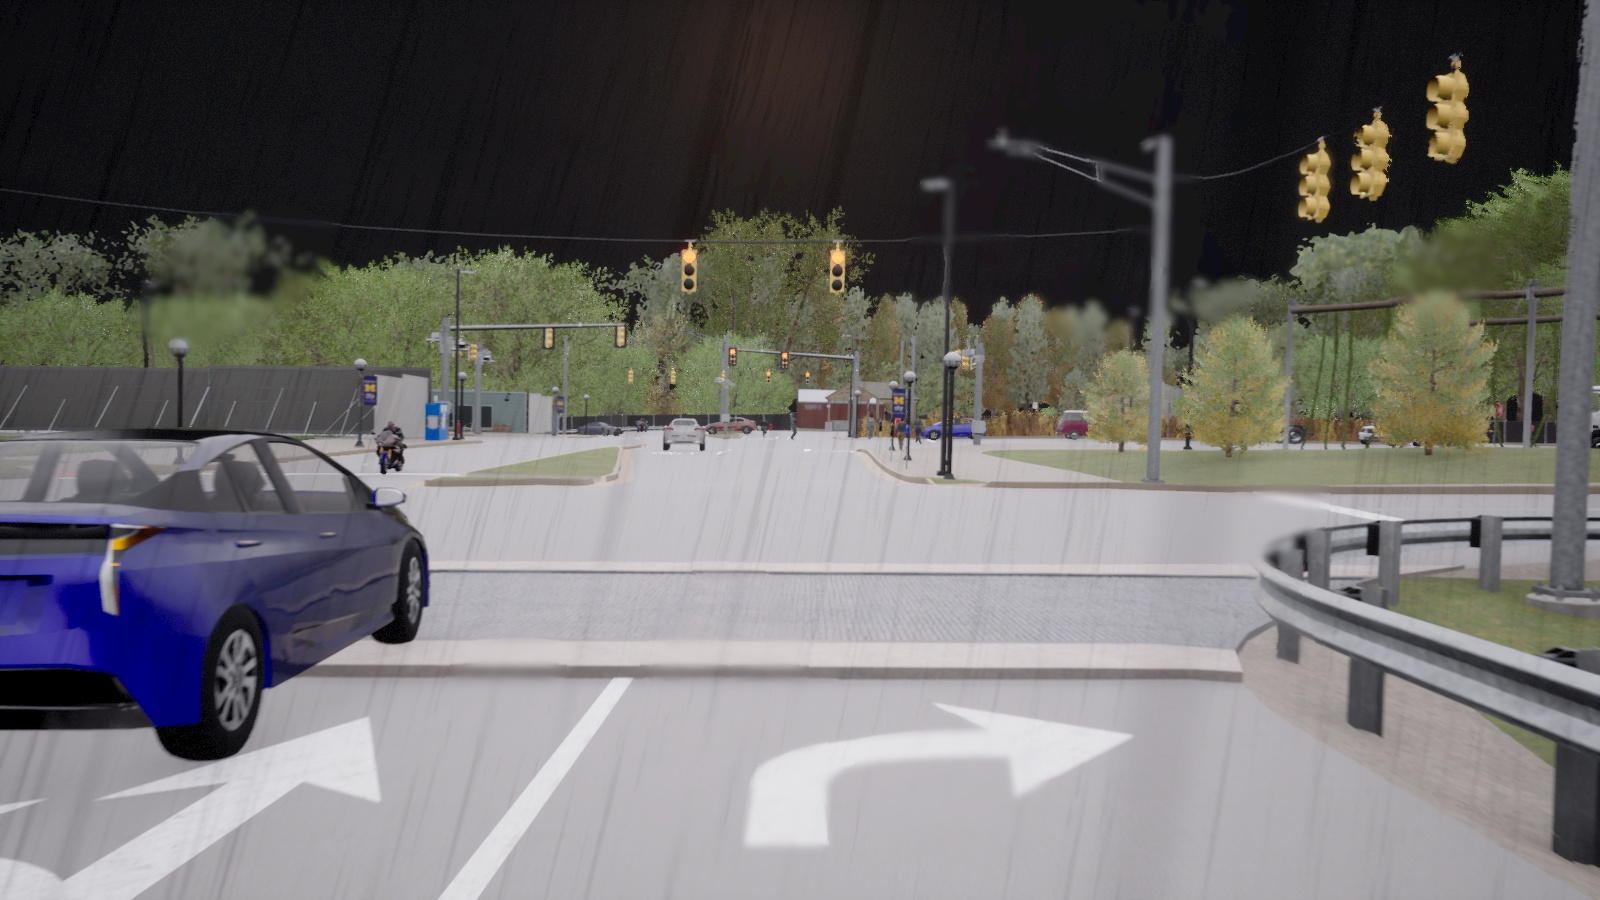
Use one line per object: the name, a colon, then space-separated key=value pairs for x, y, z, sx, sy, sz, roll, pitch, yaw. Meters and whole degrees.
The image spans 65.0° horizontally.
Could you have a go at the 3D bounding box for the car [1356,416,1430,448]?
car: x=41.243 y=-1.222 z=87.278 sx=5.566 sy=2.045 sz=2.150 roll=1 pitch=3 yaw=-36

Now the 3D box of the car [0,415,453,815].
car: x=-3.539 y=0.587 z=7.148 sx=2.007 sy=1.525 sz=4.514 roll=0 pitch=2 yaw=-2

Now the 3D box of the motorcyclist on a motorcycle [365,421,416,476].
motorcyclist on a motorcycle: x=-11.762 y=-0.066 z=36.108 sx=0.866 sy=1.530 sz=2.191 roll=0 pitch=2 yaw=-3

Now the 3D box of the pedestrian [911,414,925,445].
pedestrian: x=7.228 y=-1.275 z=77.050 sx=0.540 sy=1.848 sz=0.694 roll=1 pitch=2 yaw=-17

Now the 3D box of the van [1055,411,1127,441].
van: x=19.808 y=-1.644 z=85.474 sx=4.442 sy=1.987 sz=1.775 roll=1 pitch=3 yaw=0

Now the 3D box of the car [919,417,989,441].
car: x=10.476 y=-1.453 z=85.460 sx=4.514 sy=1.525 sz=2.007 roll=0 pitch=2 yaw=1

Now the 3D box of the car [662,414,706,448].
car: x=-5.896 y=-0.961 z=64.220 sx=2.152 sy=1.651 sz=5.027 roll=1 pitch=1 yaw=-4

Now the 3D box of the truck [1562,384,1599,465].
truck: x=36.650 y=-1.052 z=52.389 sx=2.891 sy=3.462 sz=7.936 roll=0 pitch=1 yaw=-27

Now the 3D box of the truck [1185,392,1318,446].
truck: x=30.702 y=-2.153 z=85.660 sx=7.936 sy=3.462 sz=2.891 roll=1 pitch=2 yaw=-4

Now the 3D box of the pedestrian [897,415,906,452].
pedestrian: x=5.432 y=-0.888 z=67.170 sx=0.423 sy=1.949 sz=0.788 roll=2 pitch=2 yaw=3
